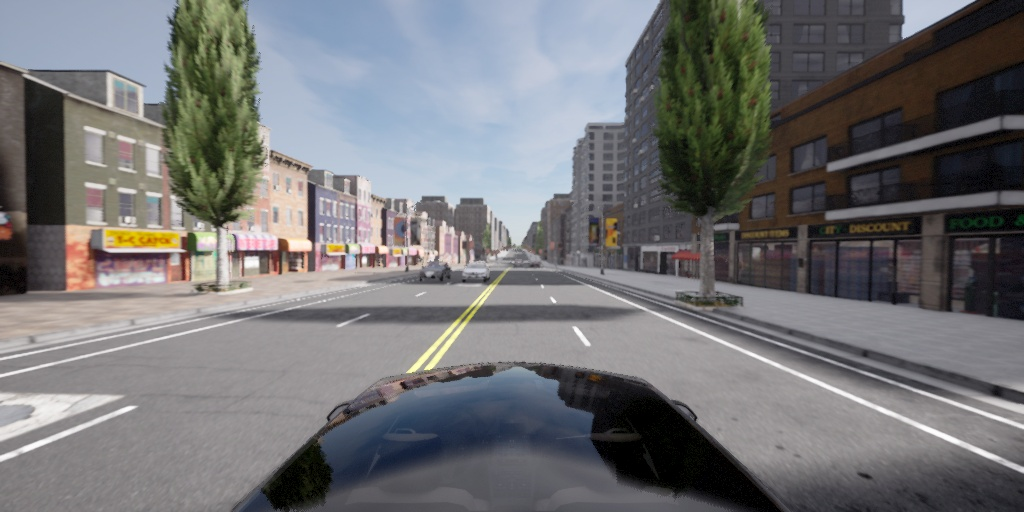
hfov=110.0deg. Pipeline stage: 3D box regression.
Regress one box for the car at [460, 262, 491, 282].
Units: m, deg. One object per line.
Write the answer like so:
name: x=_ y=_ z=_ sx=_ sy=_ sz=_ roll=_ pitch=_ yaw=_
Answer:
car: x=-2.780 y=1.237 z=28.628 sx=1.812 sy=1.442 sz=4.674 roll=1 pitch=0 yaw=1

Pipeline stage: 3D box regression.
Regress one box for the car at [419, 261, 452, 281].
car: x=-6.030 y=1.169 z=28.677 sx=2.128 sy=1.511 sz=4.902 roll=1 pitch=0 yaw=1
